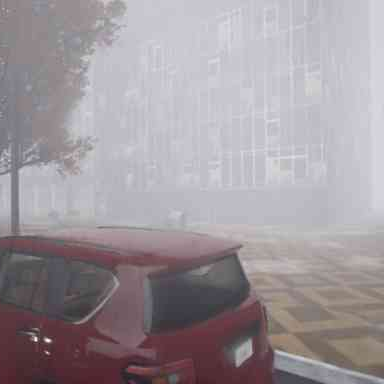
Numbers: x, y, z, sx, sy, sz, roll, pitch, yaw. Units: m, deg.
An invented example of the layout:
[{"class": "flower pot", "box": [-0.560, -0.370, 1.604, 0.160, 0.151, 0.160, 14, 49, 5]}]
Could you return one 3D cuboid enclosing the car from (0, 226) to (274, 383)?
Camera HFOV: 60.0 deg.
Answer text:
[{"class": "car", "box": [-1.541, 1.359, 3.975, 5.009, 1.841, 2.192, -1, -1, 35]}]
